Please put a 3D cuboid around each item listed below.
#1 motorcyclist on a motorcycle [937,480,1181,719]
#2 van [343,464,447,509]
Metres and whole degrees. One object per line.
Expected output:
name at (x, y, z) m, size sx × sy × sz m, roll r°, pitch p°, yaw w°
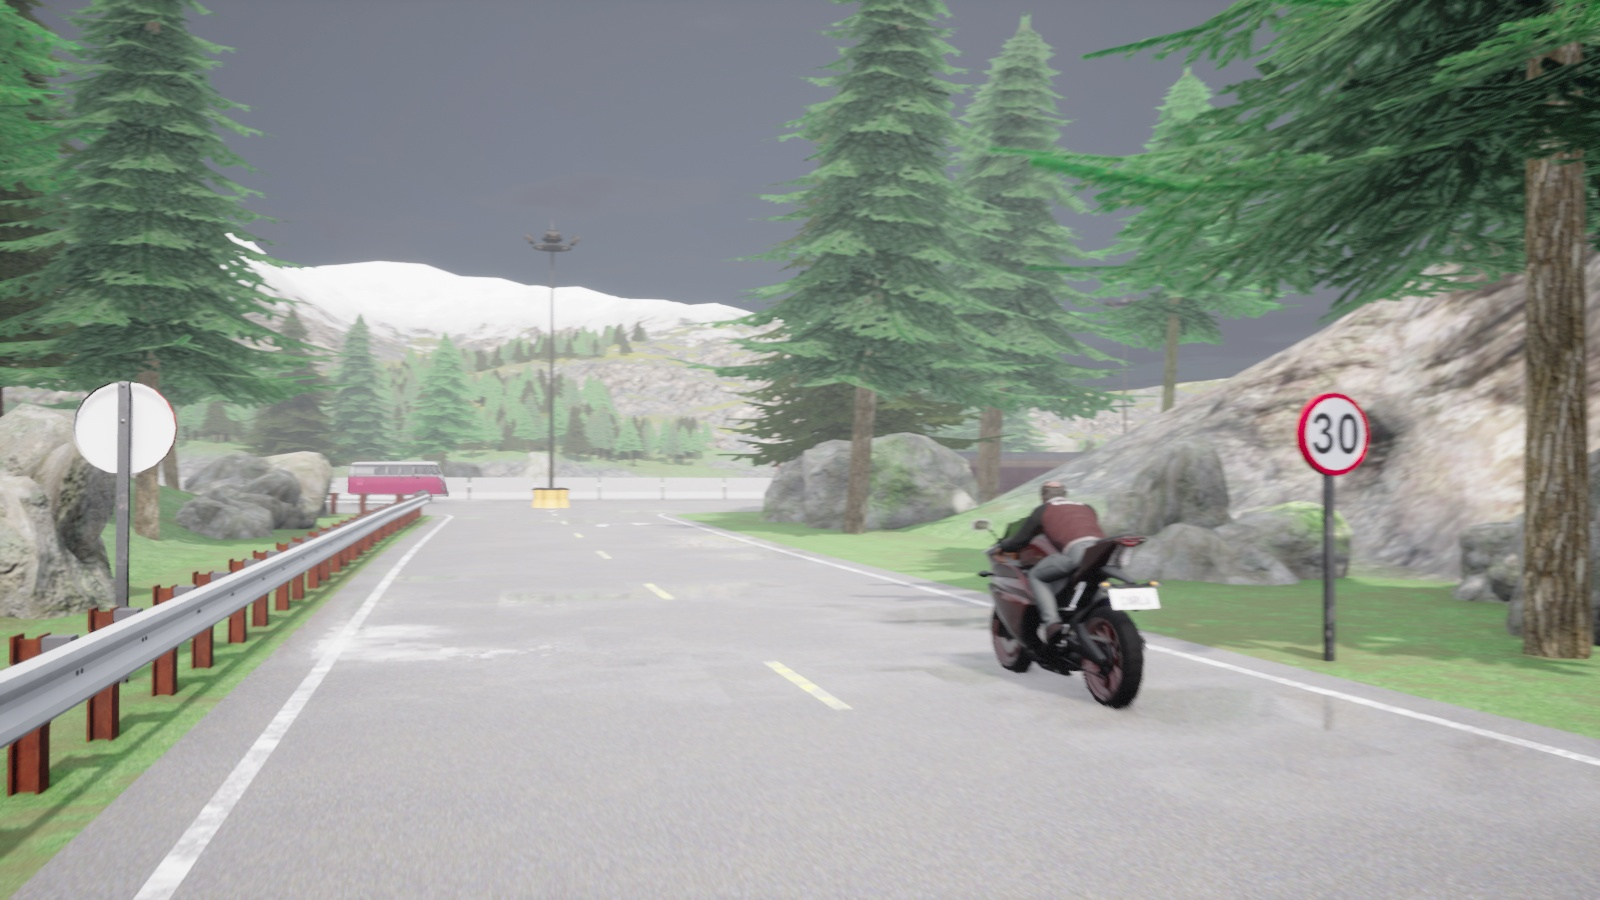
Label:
motorcyclist on a motorcycle at (1.828, 0.994, 9.305) m, size 0.866 × 1.530 × 2.191 m, roll 0°, pitch -1°, yaw -15°
van at (-18.683, 1.670, 58.114) m, size 4.442 × 1.987 × 1.775 m, roll 0°, pitch -1°, yaw -12°
